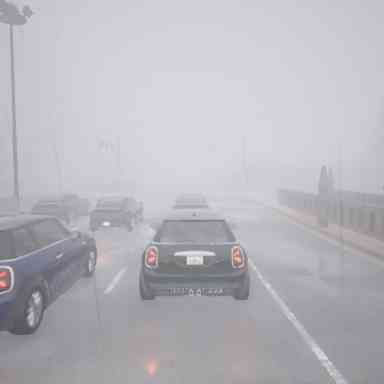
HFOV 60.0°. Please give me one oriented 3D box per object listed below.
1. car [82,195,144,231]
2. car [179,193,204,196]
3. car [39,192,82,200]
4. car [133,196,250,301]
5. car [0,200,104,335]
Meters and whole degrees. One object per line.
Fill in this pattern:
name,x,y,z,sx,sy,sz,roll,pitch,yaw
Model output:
car,-3.535,0.911,16.168,1.837,1.490,4.892,0,4,0
car,-0.034,0.789,17.815,1.882,1.535,5.008,0,4,0
car,-7.051,0.783,18.319,1.837,1.490,4.892,0,4,-1
car,0.036,1.181,8.145,2.097,1.767,4.553,0,2,0
car,-3.452,1.231,6.670,2.097,1.767,4.553,0,2,-1
